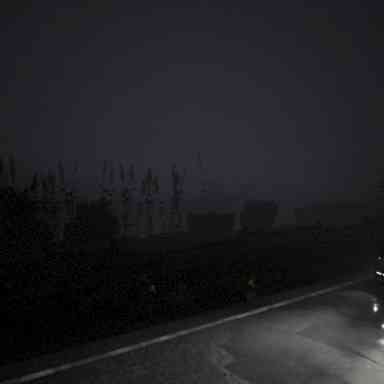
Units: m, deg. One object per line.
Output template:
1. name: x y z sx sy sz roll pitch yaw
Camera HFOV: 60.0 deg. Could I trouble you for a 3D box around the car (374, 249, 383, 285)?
1. car: 6.541 1.601 8.601 4.902 1.511 2.128 1 0 -38
